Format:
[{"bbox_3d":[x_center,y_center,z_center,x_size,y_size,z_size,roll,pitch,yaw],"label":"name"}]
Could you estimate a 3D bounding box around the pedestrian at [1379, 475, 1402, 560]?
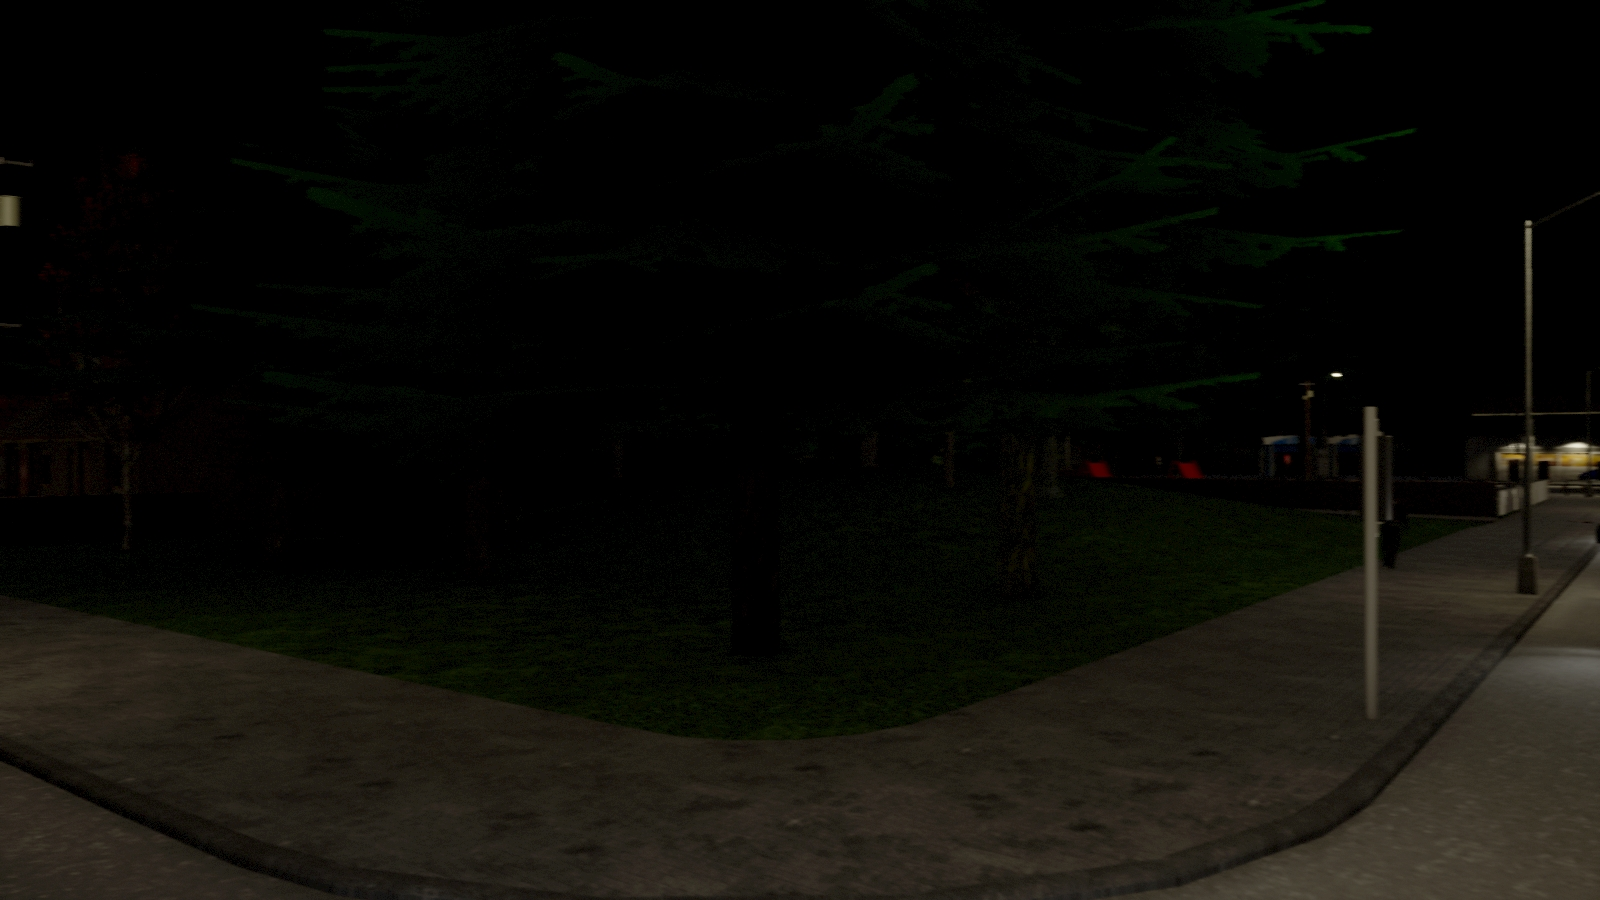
[{"bbox_3d":[13.137,1.491,25.411,0.375,1.860,0.375,0,0,38],"label":"pedestrian"}]
